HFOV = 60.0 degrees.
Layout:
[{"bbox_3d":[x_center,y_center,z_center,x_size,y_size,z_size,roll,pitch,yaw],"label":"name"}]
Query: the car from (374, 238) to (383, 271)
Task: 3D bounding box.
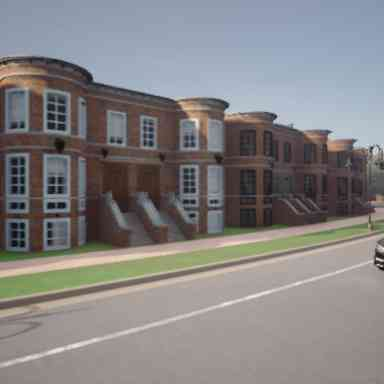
[{"bbox_3d":[7.160,1.506,9.913,4.902,1.511,2.128,0,0,-41],"label":"car"}]
